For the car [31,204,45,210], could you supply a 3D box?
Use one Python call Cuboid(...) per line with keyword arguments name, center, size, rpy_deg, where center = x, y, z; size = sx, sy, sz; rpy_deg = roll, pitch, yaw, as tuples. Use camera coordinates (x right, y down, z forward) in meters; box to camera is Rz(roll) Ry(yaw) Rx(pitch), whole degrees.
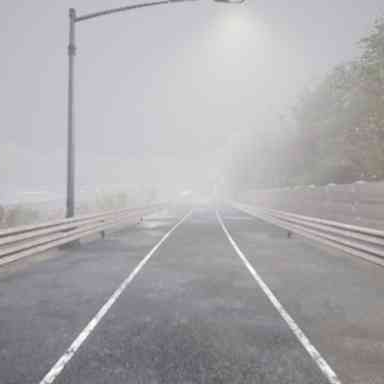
Cuboid(name="car", center=(-39.118, 3.684, 83.152), size=(2.097, 1.767, 4.553), rpy_deg=(1, 3, 18))
